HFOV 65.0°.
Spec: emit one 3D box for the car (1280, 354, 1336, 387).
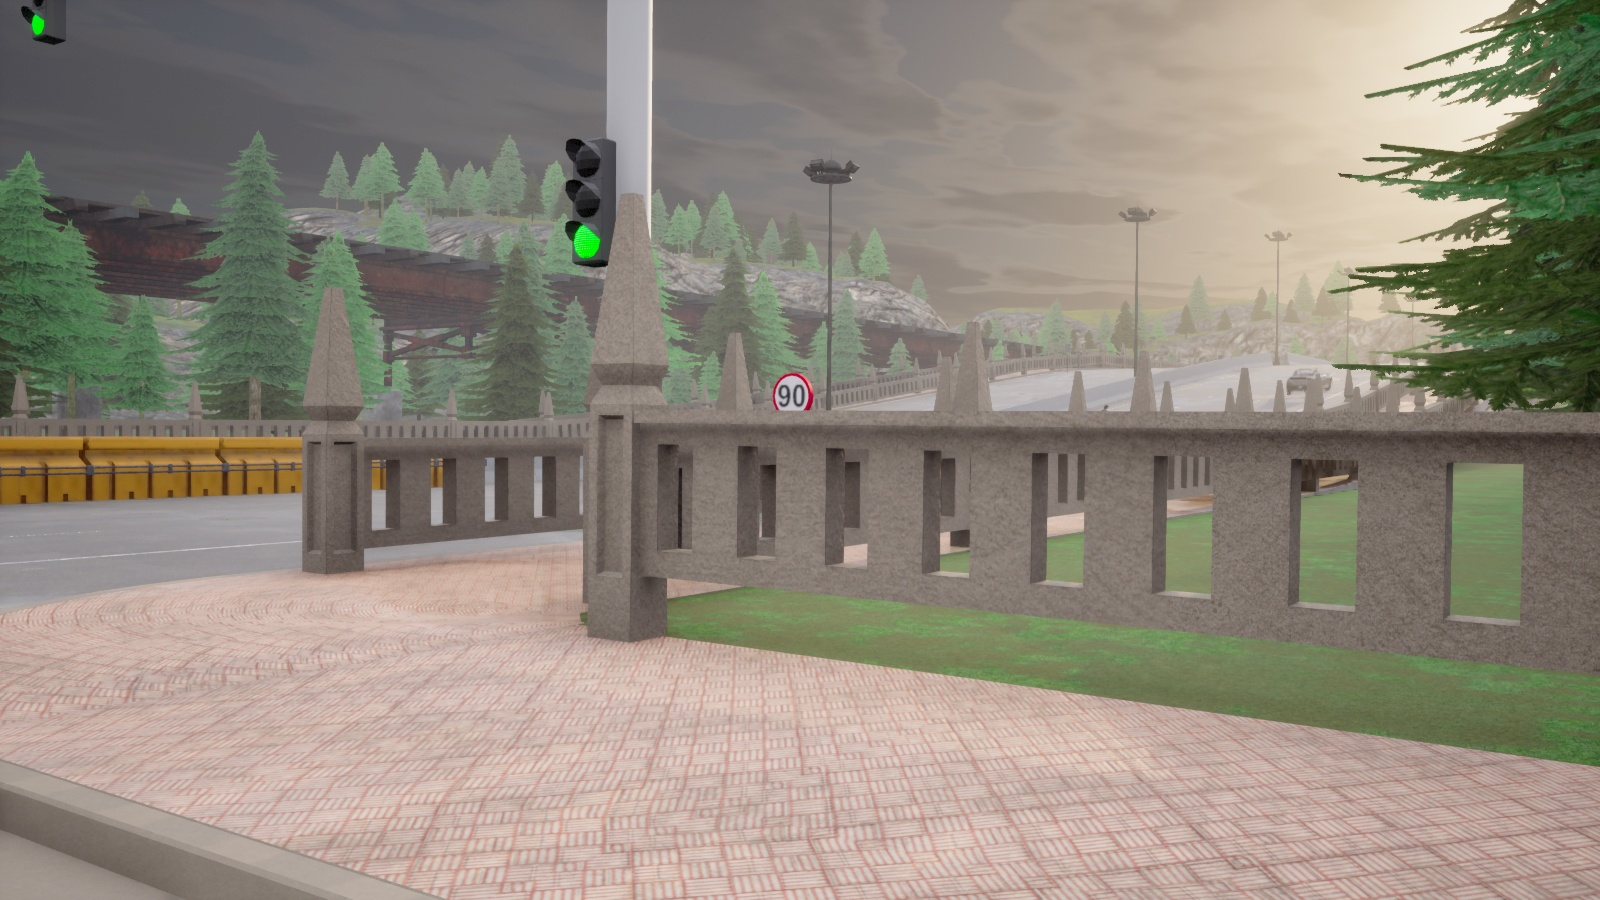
[{"bbox_3d":[30.472,-4.765,75.190,2.128,1.511,4.902,0,8,34],"label":"car"}]
